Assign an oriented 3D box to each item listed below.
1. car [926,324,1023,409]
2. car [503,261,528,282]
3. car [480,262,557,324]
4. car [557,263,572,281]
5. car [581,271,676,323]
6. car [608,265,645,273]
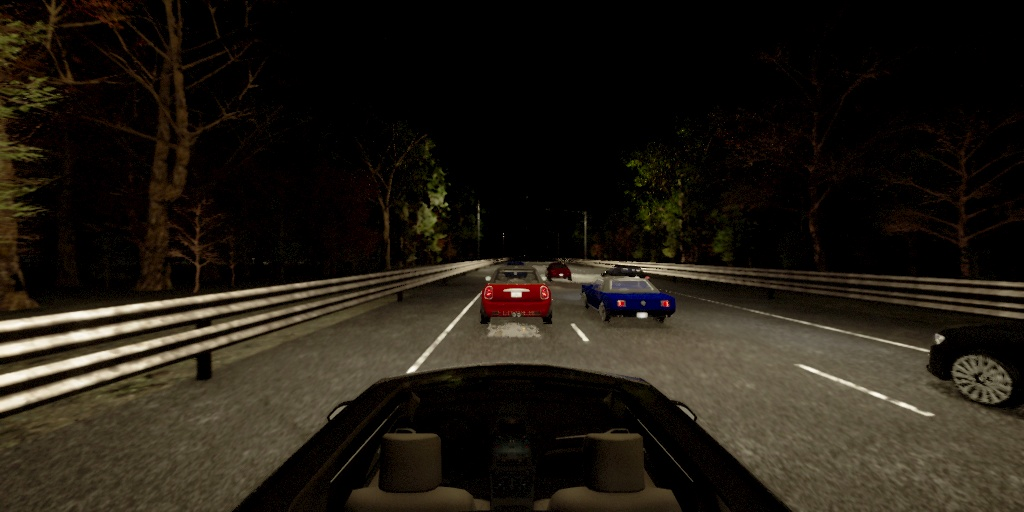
[{"bbox_3d":[7.107,1.243,3.277,2.128,1.511,4.902,0,0,0],"label":"car"},{"bbox_3d":[0.308,1.233,30.214,1.882,1.535,5.008,0,0,1],"label":"car"},{"bbox_3d":[0.137,1.105,12.188,2.097,1.767,4.553,0,0,0],"label":"car"},{"bbox_3d":[3.802,1.281,29.801,1.812,1.442,4.674,0,0,1],"label":"car"},{"bbox_3d":[3.634,1.354,12.179,1.895,1.301,4.718,0,0,0],"label":"car"},{"bbox_3d":[7.219,1.303,23.138,2.033,1.411,5.357,0,0,1],"label":"car"}]
